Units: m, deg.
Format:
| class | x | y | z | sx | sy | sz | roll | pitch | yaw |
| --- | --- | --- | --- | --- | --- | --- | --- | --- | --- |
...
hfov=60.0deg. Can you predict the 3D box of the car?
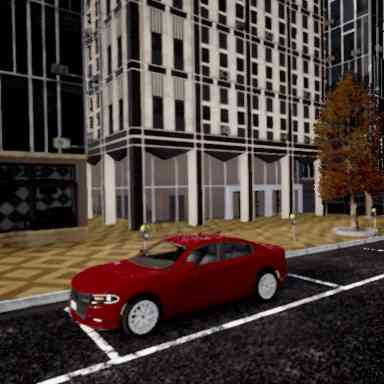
| class | x | y | z | sx | sy | sz | roll | pitch | yaw |
| --- | --- | --- | --- | --- | --- | --- | --- | --- | --- |
| car | -0.035 | 1.519 | 6.553 | 4.507 | 1.381 | 1.887 | -1 | -1 | -36 |
